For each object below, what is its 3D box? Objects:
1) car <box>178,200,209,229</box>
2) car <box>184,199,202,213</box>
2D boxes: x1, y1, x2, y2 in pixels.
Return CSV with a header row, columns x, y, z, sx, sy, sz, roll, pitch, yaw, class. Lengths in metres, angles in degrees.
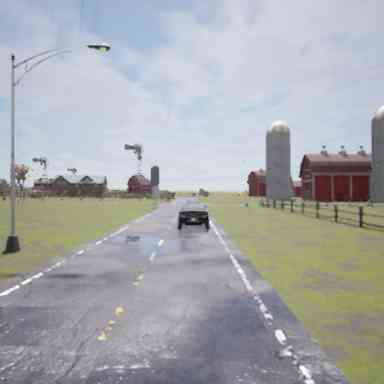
x,y,z,sx,sy,sz,roll,pitch,yaw,class
0.094,1.458,21.501,1.882,1.535,5.008,0,-1,0,car
0.098,1.532,37.610,1.994,1.385,4.181,0,0,0,car
